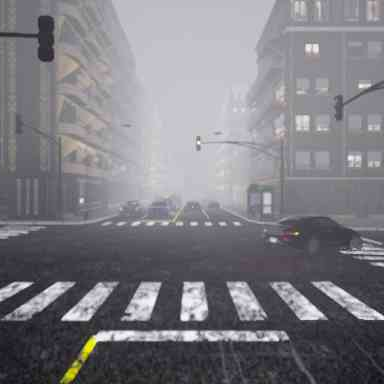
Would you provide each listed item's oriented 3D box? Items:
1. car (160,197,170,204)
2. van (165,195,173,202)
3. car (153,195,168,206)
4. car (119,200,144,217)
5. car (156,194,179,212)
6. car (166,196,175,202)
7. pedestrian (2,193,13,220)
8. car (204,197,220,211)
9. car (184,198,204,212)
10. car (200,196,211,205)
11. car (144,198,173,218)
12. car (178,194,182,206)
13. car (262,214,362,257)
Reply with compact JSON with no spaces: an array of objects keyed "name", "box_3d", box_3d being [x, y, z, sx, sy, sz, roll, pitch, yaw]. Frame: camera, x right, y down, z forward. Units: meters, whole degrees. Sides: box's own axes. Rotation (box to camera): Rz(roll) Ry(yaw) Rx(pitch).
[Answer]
[{"name":"car","box_3d":[-5.702,1.774,71.117,1.752,1.417,4.829,0,0,0]},{"name":"van","box_3d":[-5.703,1.629,82.566,1.690,1.788,3.998,0,0,0]},{"name":"car","box_3d":[-5.702,1.525,60.010,2.192,1.841,5.009,0,0,0]},{"name":"car","box_3d":[-5.697,1.550,31.817,1.967,1.590,4.097,0,0,0]},{"name":"car","box_3d":[-3.093,1.499,41.528,2.097,1.767,4.553,0,-1,0]},{"name":"car","box_3d":[-5.703,1.858,88.204,2.008,1.369,4.403,0,0,0]},{"name":"pedestrian","box_3d":[-12.716,0.982,22.811,0.375,1.860,0.375,0,-1,-1]},{"name":"car","box_3d":[2.682,1.701,43.089,2.008,1.369,4.403,0,0,0]},{"name":"car","box_3d":[0.094,1.705,40.516,1.994,1.385,4.181,0,0,0]},{"name":"car","box_3d":[2.679,1.670,65.645,1.967,1.590,4.097,0,0,0]},{"name":"car","box_3d":[-3.092,1.588,31.899,1.882,1.535,5.008,0,0,-1]},{"name":"car","box_3d":[-3.018,1.437,61.163,2.150,2.045,5.566,0,0,0]},{"name":"car","box_3d":[4.773,1.619,13.109,4.674,1.442,1.812,3,-2,-35]}]
